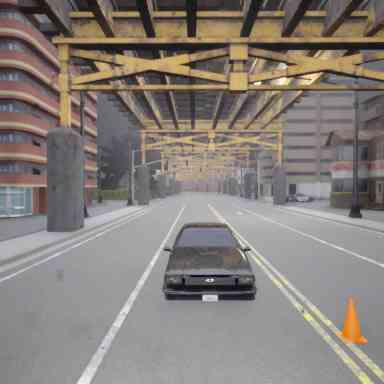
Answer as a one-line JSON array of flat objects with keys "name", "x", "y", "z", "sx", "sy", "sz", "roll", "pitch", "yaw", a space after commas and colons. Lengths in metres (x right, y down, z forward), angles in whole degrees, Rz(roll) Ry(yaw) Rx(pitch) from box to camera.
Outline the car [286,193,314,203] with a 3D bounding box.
[{"name": "car", "x": 17.482, "y": 1.006, "z": 54.827, "sx": 4.974, "sy": 1.542, "sz": 2.038, "roll": 0, "pitch": 1, "yaw": -20}]

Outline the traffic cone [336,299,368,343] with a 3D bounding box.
[{"name": "traffic cone", "x": 2.455, "y": 1.949, "z": 5.111, "sx": 0.340, "sy": 0.580, "sz": 0.340, "roll": 0, "pitch": 0, "yaw": 0}]

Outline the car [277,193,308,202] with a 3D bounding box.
[{"name": "car", "x": 17.831, "y": 0.958, "z": 58.984, "sx": 4.974, "sy": 1.542, "sz": 2.038, "roll": 0, "pitch": 1, "yaw": 25}]

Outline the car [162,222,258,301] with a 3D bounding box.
[{"name": "car", "x": 0.364, "y": 1.533, "z": 8.719, "sx": 2.033, "sy": 1.411, "sz": 5.357, "roll": 0, "pitch": 0, "yaw": 1}]

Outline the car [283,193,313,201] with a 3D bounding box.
[{"name": "car", "x": 17.531, "y": 0.848, "z": 54.843, "sx": 4.536, "sy": 1.218, "sz": 1.853, "roll": 0, "pitch": 1, "yaw": -20}]

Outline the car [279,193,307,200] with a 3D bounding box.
[{"name": "car", "x": 17.878, "y": 0.801, "z": 58.960, "sx": 4.536, "sy": 1.218, "sz": 1.853, "roll": 0, "pitch": 1, "yaw": 25}]
